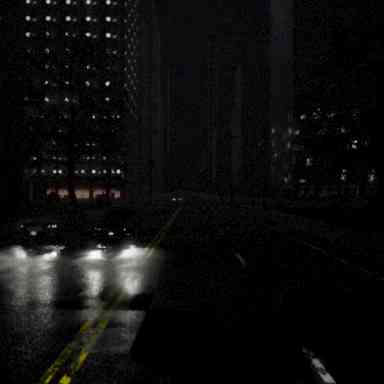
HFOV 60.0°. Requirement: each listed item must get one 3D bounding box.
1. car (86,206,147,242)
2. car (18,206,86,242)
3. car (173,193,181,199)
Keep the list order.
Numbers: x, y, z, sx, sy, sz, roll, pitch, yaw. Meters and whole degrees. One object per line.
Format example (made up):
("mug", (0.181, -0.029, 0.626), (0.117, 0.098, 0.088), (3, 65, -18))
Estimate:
("car", (-3.348, 1.466, 16.189), (1.837, 1.490, 4.892), (0, 0, 0))
("car", (-6.599, 1.453, 16.307), (2.128, 1.511, 4.902), (0, 0, 0))
("car", (-4.162, 0.959, 94.440), (2.097, 1.767, 4.553), (0, 0, -1))
